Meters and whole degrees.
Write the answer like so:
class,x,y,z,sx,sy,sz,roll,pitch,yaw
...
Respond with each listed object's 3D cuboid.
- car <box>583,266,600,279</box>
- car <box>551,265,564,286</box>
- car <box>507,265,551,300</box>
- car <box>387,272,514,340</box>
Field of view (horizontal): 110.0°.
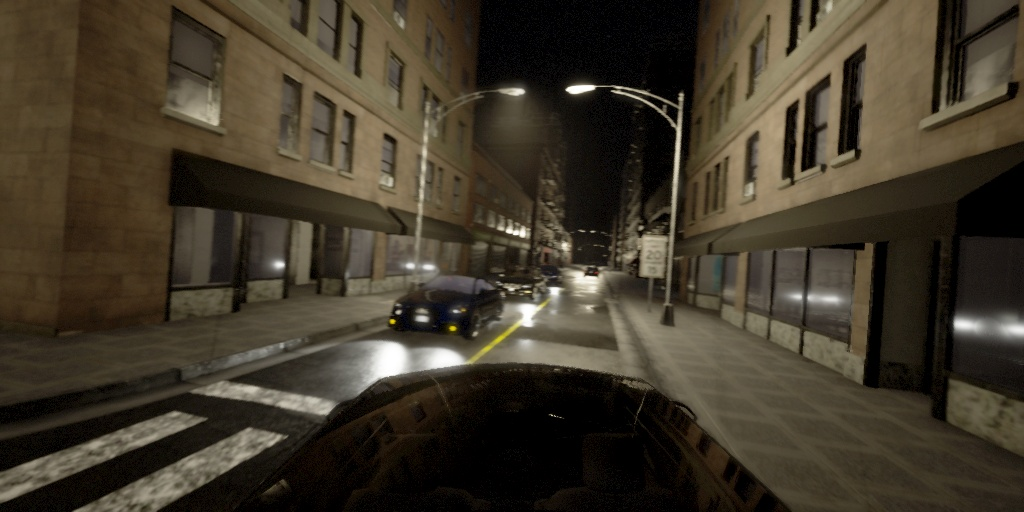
class,x,y,z,sx,sy,sz,roll,pitch,yaw
car,9.449,1.921,42.793,2.033,1.411,5.357,4,0,13
car,2.867,1.452,27.888,1.812,1.442,4.674,4,0,14
car,0.568,1.278,18.285,1.837,1.490,4.892,4,0,14
car,-1.500,1.202,9.695,1.994,1.385,4.181,4,0,13
